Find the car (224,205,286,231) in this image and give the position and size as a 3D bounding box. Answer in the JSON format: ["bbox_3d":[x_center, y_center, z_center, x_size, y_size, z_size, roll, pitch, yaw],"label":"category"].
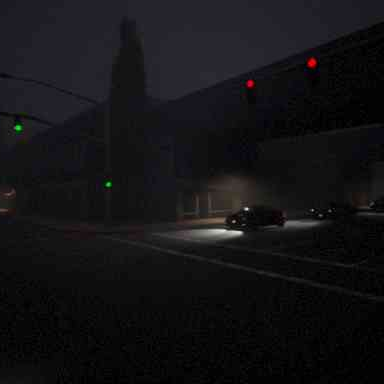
[{"bbox_3d":[3.976,1.537,20.727,4.181,1.385,1.994,-1,0,-40],"label":"car"}]

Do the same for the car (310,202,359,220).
[{"bbox_3d":[11.588,1.482,27.011,4.718,1.301,1.895,-1,0,-40],"label":"car"}]

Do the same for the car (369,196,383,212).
[{"bbox_3d":[19.978,1.132,33.930,4.553,1.767,2.097,-1,0,-39],"label":"car"}]
